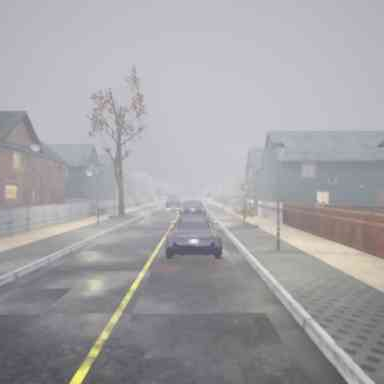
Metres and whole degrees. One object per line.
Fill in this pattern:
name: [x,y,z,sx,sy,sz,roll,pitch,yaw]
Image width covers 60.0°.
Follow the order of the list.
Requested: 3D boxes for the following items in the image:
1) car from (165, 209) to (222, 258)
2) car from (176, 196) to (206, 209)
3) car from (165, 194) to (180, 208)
car: [0.074,1.582,12.835,1.994,1.385,4.181,0,0,0]
car: [0.073,1.402,27.311,2.097,1.767,4.553,0,0,0]
car: [-2.808,1.340,51.123,2.150,2.045,5.566,0,0,0]
